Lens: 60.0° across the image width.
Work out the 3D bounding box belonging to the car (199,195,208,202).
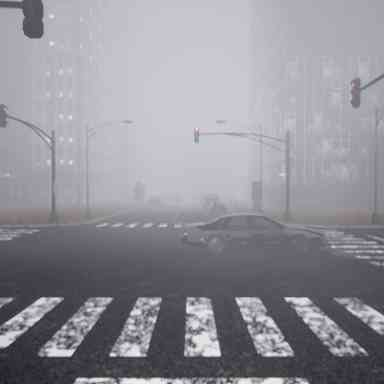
[{"bbox_3d":[2.440,1.454,71.036,1.887,1.381,4.507,-1,0,0],"label":"car"}]

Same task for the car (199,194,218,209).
[{"bbox_3d":[2.469,1.264,43.413,2.192,1.841,5.009,-1,0,0],"label":"car"}]

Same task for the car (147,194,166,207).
[{"bbox_3d":[-5.406,1.382,48.900,1.967,1.590,4.097,-1,0,0],"label":"car"}]

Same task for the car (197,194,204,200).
[{"bbox_3d":[2.404,1.418,93.134,1.887,1.381,4.507,-1,0,0],"label":"car"}]

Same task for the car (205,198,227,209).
[{"bbox_3d":[2.470,1.545,32.364,1.802,1.307,4.206,-1,0,0],"label":"car"}]

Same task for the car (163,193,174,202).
[{"bbox_3d":[-5.453,1.216,76.523,2.192,1.841,5.009,-1,0,0],"label":"car"}]

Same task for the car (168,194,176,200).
[{"bbox_3d":[-5.478,1.314,93.096,1.967,1.590,4.097,-1,0,0],"label":"car"}]

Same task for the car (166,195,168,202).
[{"bbox_3d":[-5.413,1.516,54.425,1.802,1.307,4.206,-1,0,0],"label":"car"}]

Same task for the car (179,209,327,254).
[{"bbox_3d":[2.198,1.534,12.757,5.357,1.411,2.033,0,0,0],"label":"car"}]

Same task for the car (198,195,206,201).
[{"bbox_3d":[2.422,1.473,82.085,1.802,1.307,4.206,-1,0,0],"label":"car"}]

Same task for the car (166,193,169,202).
[{"bbox_3d":[-5.442,1.349,70.998,1.967,1.590,4.097,-1,0,0],"label":"car"}]

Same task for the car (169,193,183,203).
[{"bbox_3d":[-2.854,1.271,64.620,2.097,1.767,4.553,0,0,0],"label":"car"}]

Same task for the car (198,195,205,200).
[{"bbox_3d":[2.412,1.408,87.780,1.752,1.417,4.829,-1,0,0],"label":"car"}]
